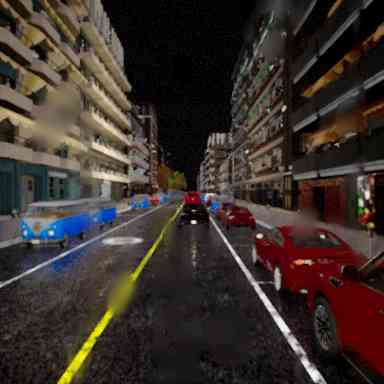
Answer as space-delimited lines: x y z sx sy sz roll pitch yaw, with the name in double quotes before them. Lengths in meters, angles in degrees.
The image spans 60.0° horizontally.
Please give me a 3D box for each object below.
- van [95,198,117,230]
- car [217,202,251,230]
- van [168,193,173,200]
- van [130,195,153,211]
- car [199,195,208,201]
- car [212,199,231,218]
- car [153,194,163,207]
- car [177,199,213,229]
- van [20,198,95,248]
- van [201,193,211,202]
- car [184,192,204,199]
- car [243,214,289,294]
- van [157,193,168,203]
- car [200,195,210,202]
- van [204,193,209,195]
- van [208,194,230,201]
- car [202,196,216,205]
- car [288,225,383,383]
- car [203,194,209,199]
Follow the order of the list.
"van" -5.682 1.252 19.848 1.690 1.788 3.998 0 0 0
"car" 2.696 1.492 19.849 1.802 1.307 4.206 0 0 0
"van" -5.679 1.031 82.131 1.690 1.788 3.998 0 0 0
"van" -5.681 1.182 36.834 1.690 1.788 3.998 0 0 0
"car" 2.700 1.271 76.471 1.947 1.339 4.313 0 0 0
"car" 2.697 1.468 25.512 1.802 1.307 4.206 0 0 0
"car" -5.682 1.342 48.161 1.887 1.381 4.507 0 0 0
"car" 0.101 1.411 20.963 1.837 1.490 4.892 0 0 0
"van" -5.682 1.276 14.187 1.690 1.788 3.998 0 0 0
"van" 2.701 1.080 65.146 1.690 1.788 3.998 0 0 0
"car" 0.102 1.027 45.548 2.150 2.045 5.566 0 0 0
"car" 2.696 1.504 8.526 1.887 1.381 4.507 0 0 0
"van" -5.680 1.099 59.483 1.690 1.788 3.998 0 0 0
"car" 2.700 1.288 70.808 1.947 1.339 4.313 0 0 0
"van" 2.699 1.138 48.160 1.690 1.788 3.998 0 0 0
"van" 2.699 1.204 31.173 1.690 1.788 3.998 0 0 0
"car" 2.699 1.342 53.821 1.947 1.339 4.313 0 0 0
"car" 2.697 1.301 2.862 2.192 1.841 5.009 0 0 0
"car" 2.699 1.362 42.498 1.887 1.381 4.507 0 0 0
